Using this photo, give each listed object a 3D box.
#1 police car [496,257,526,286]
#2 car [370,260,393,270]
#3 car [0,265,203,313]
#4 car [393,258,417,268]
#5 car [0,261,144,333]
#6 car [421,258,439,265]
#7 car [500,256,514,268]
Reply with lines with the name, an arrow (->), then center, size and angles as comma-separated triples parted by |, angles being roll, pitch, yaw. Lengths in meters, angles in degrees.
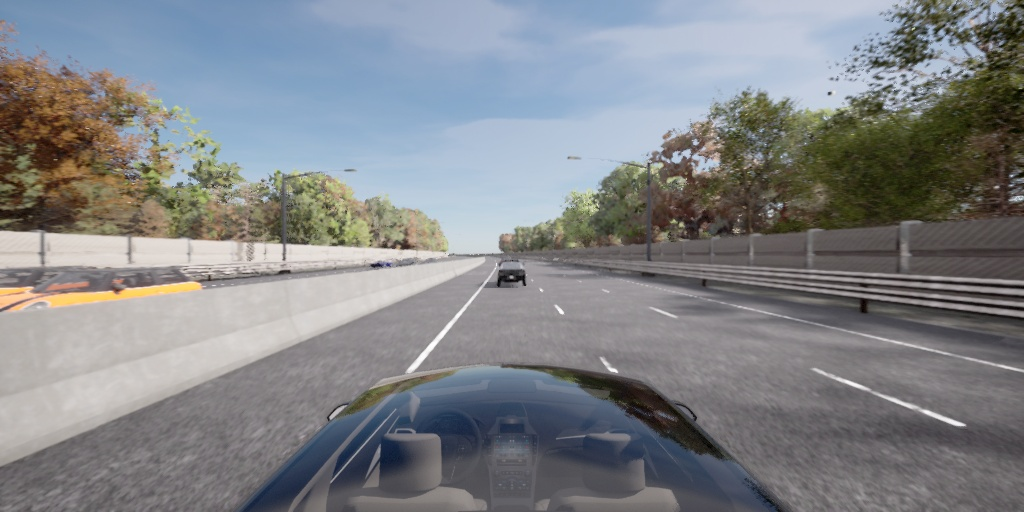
police car -> -0.048, 1.089, 24.591 | 1.930, 1.638, 5.238 | 0, 0, -1
car -> -18.178, 1.182, 50.201 | 1.895, 1.301, 4.718 | 0, 0, -1
car -> -10.612, 1.084, 9.243 | 2.097, 1.767, 4.553 | 0, 0, 0
car -> -14.700, 1.081, 50.413 | 1.837, 1.490, 4.892 | 0, 0, -1
car -> -14.118, 1.085, 10.441 | 2.097, 1.767, 4.553 | 0, 0, 0
car -> -11.174, 1.084, 49.216 | 1.837, 1.490, 4.892 | 0, 0, -1
car -> -0.815, 0.893, 57.264 | 2.097, 1.767, 4.553 | 0, 0, -1
